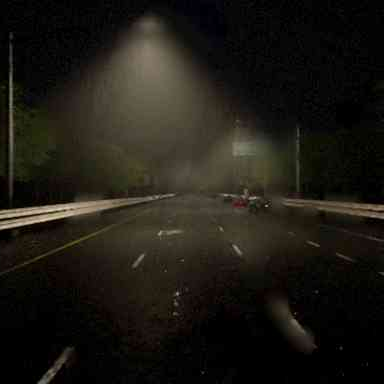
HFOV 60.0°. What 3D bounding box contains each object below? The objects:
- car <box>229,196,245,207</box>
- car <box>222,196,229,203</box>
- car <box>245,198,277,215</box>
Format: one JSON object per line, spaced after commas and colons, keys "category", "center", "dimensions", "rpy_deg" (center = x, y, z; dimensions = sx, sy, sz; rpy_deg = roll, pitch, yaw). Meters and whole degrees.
{"category": "car", "center": [7.152, 1.543, 50.447], "dimensions": [1.994, 1.385, 4.181], "rpy_deg": [0, 0, 0]}
{"category": "car", "center": [7.247, 1.483, 67.756], "dimensions": [1.812, 1.442, 4.674], "rpy_deg": [0, 0, 0]}
{"category": "car", "center": [7.071, 1.345, 33.534], "dimensions": [2.097, 1.767, 4.553], "rpy_deg": [0, 0, 0]}
